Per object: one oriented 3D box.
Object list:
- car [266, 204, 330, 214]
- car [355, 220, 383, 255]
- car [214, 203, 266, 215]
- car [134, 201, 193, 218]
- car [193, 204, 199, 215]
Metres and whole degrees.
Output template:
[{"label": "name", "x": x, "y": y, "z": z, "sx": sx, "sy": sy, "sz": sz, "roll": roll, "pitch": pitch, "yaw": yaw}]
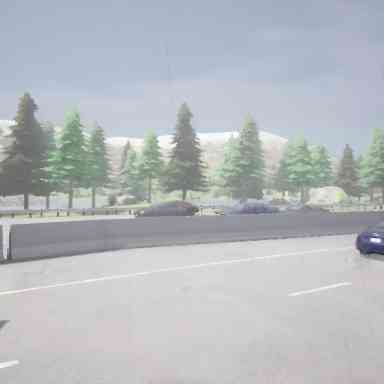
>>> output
[{"label": "car", "x": 7.686, "y": 1.564, "z": 23.271, "sx": 4.181, "sy": 1.385, "sz": 1.994, "roll": 0, "pitch": 0, "yaw": -20}, {"label": "car", "x": 7.867, "y": 1.564, "z": 11.804, "sx": 4.181, "sy": 1.385, "sz": 1.994, "roll": 0, "pitch": 0, "yaw": -25}, {"label": "car", "x": 4.344, "y": 1.547, "z": 25.773, "sx": 5.357, "sy": 1.411, "sz": 2.033, "roll": 0, "pitch": 0, "yaw": -23}, {"label": "car", "x": -2.441, "y": 1.564, "z": 26.422, "sx": 4.181, "sy": 1.385, "sz": 1.994, "roll": 0, "pitch": 0, "yaw": -26}, {"label": "car", "x": -1.616, "y": 1.525, "z": 30.706, "sx": 4.674, "sy": 1.442, "sz": 1.812, "roll": 0, "pitch": 0, "yaw": -24}]
